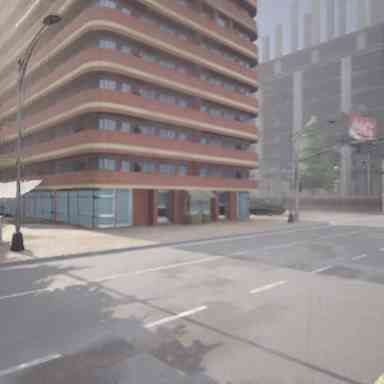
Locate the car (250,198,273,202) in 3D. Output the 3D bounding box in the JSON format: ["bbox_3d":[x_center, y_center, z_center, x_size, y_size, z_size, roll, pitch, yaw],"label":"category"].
[{"bbox_3d":[9.188,1.805,42.688,2.150,2.045,5.566,1,-1,-44],"label":"car"}]

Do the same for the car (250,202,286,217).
[{"bbox_3d":[8.229,2.129,38.625,1.895,1.301,4.718,1,-1,-44],"label":"car"}]
